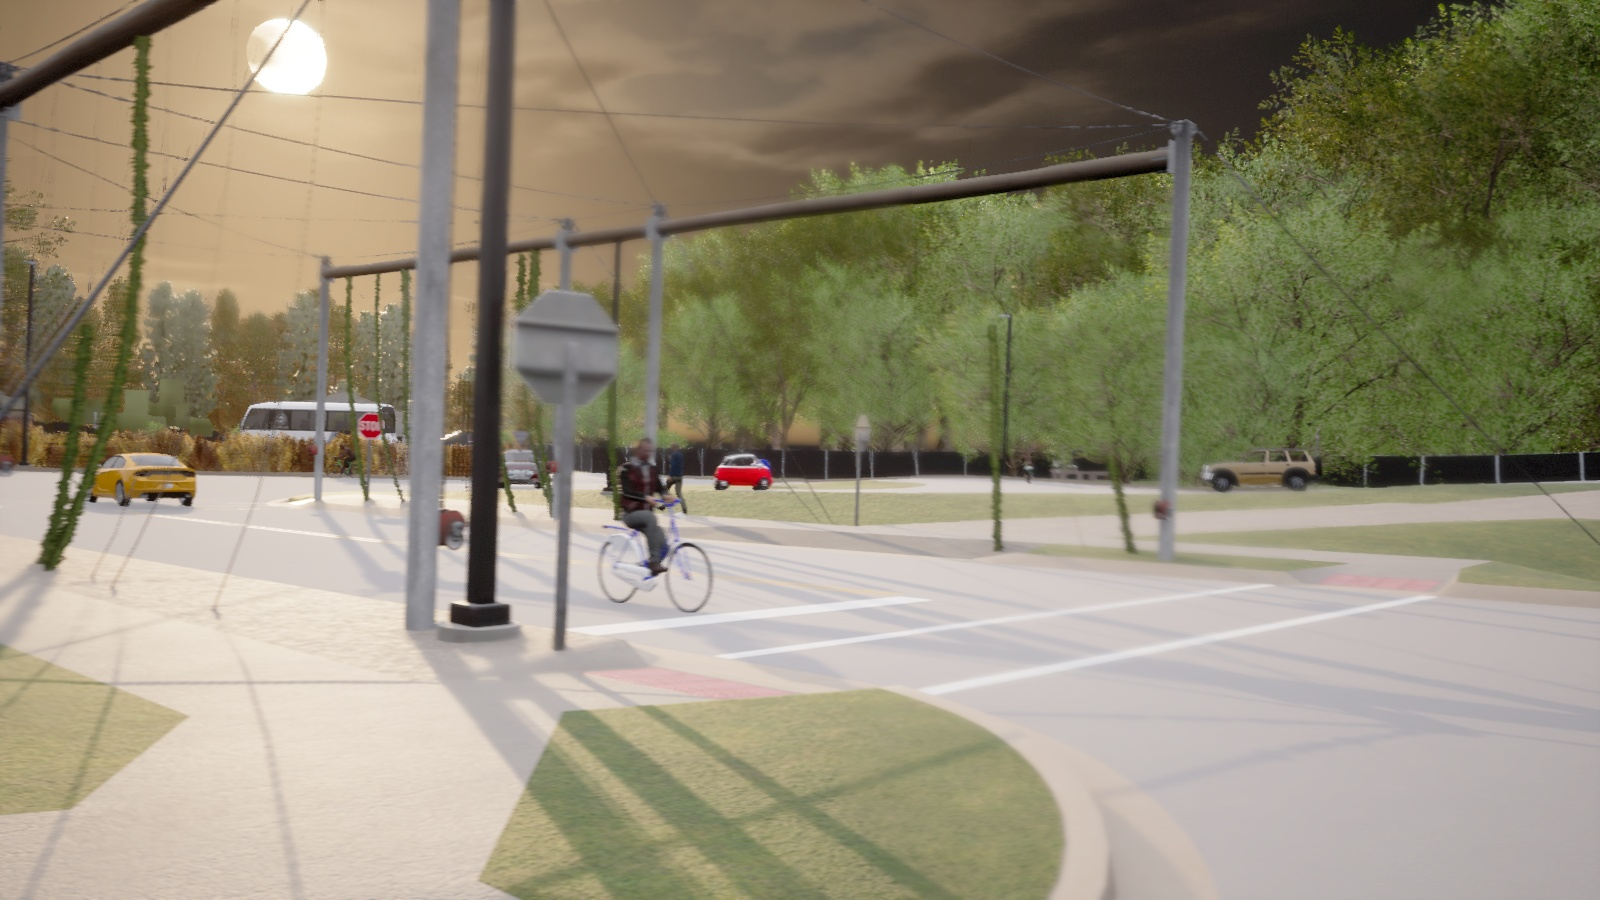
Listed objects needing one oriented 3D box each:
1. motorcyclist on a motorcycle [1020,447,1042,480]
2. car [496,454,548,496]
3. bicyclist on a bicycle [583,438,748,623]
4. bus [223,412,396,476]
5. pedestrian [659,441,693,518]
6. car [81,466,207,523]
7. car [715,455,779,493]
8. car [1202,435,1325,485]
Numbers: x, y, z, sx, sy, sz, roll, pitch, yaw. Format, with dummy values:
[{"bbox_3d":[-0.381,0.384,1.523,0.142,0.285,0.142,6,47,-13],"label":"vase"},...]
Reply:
[{"bbox_3d":[11.015,0.627,59.919,0.797,1.523,2.044,-2,0,6],"label":"motorcyclist on a motorcycle"},{"bbox_3d":[-11.758,1.034,53.141,2.033,1.649,4.856,-1,0,-12],"label":"car"},{"bbox_3d":[-1.413,0.788,12.926,1.843,1.776,0.659,-1,-1,44],"label":"bicyclist on a bicycle"},{"bbox_3d":[-33.333,-0.420,85.626,10.273,4.253,3.944,0,0,2],"label":"bus"},{"bbox_3d":[-3.019,0.700,30.520,0.726,1.842,0.402,1,0,41],"label":"pedestrian"},{"bbox_3d":[-19.241,1.233,36.704,1.882,1.535,5.008,1,-1,-45],"label":"car"},{"bbox_3d":[-2.040,0.901,48.108,2.207,1.376,1.481,-1,0,-13],"label":"car"},{"bbox_3d":[19.129,0.425,51.885,4.605,1.855,1.932,-2,-1,21],"label":"car"}]
